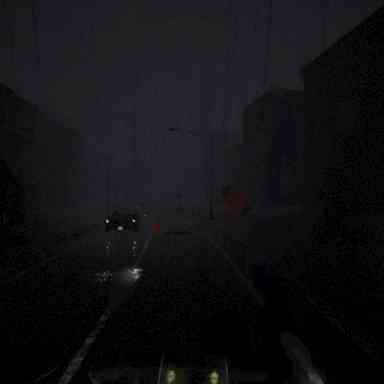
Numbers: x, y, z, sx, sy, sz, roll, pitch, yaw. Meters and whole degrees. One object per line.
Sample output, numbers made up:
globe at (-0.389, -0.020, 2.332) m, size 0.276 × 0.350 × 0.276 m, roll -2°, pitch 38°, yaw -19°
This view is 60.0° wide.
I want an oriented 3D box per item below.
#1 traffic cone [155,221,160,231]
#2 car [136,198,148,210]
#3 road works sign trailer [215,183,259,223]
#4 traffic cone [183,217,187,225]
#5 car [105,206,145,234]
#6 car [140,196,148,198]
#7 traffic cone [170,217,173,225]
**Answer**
traffic cone at (-2.043, 2.037, 18.331) m, size 0.340 × 0.580 × 0.340 m, roll 0°, pitch -1°, yaw -5°
car at (-9.180, 2.459, 60.493) m, size 1.837 × 1.490 × 4.892 m, roll 0°, pitch 1°, yaw -7°
road works sign trailer at (3.284, 1.113, 24.225) m, size 2.380 × 2.880 × 3.560 m, roll 46°, pitch 22°, yaw 21°
traffic cone at (-0.527, 2.144, 24.474) m, size 0.340 × 0.580 × 0.340 m, roll 0°, pitch -1°, yaw -4°
car at (-4.145, 1.729, 20.489) m, size 1.895 × 1.301 × 4.718 m, roll 0°, pitch -1°, yaw -6°
car at (-13.039, 1.734, 90.542) m, size 1.882 × 1.535 × 5.008 m, roll 0°, pitch 2°, yaw -7°
traffic cone at (-1.523, 2.148, 24.395) m, size 0.340 × 0.580 × 0.340 m, roll 0°, pitch -1°, yaw -4°
